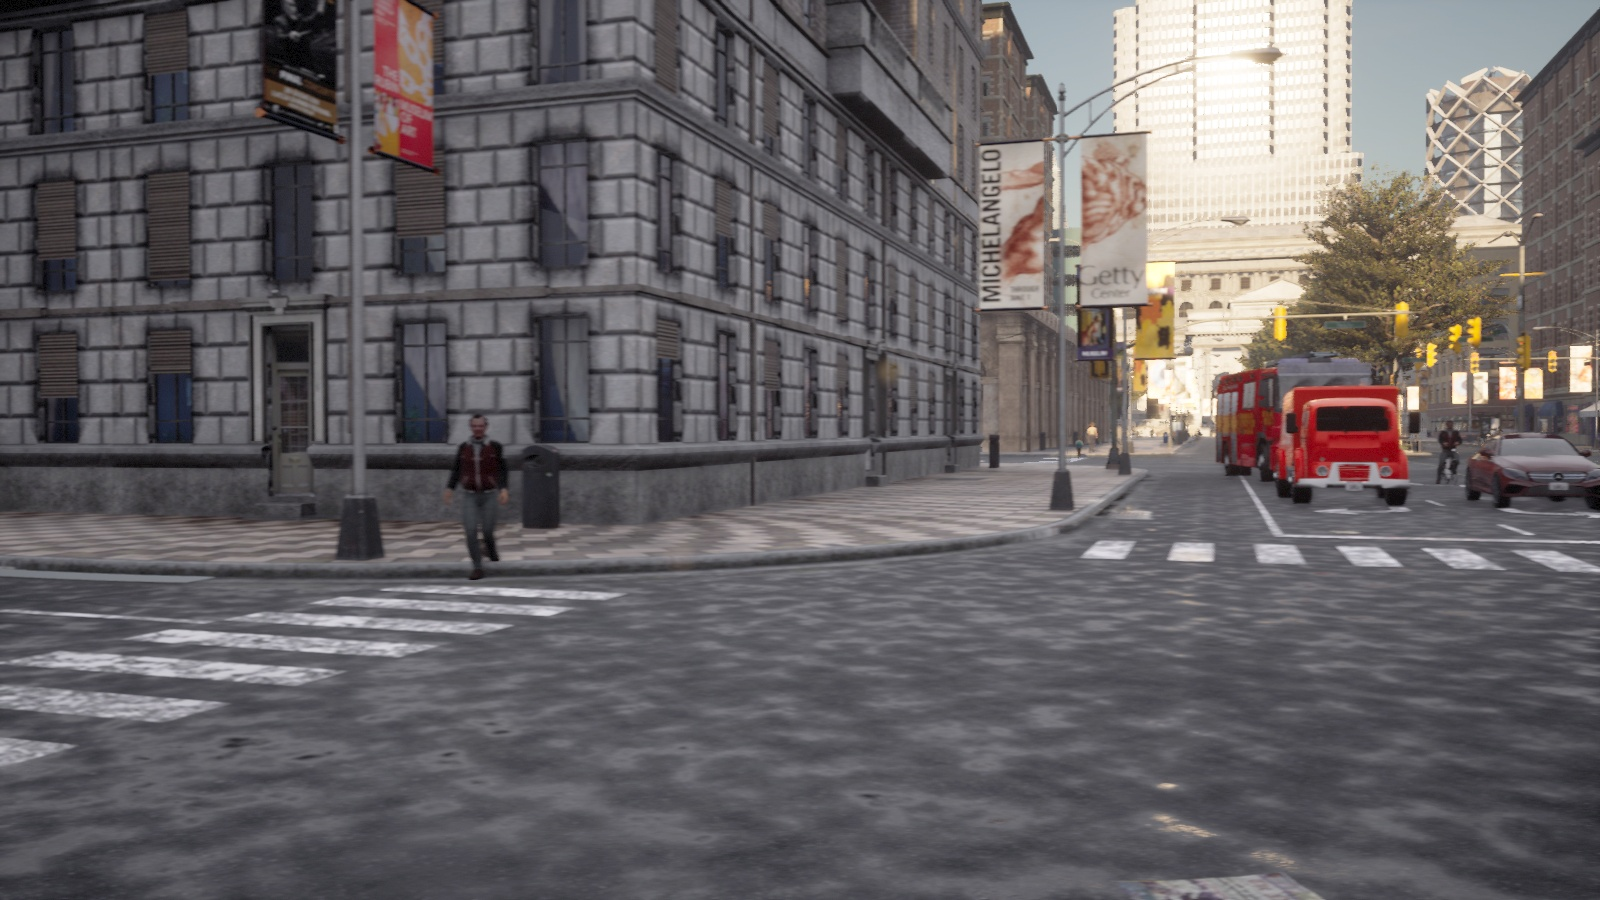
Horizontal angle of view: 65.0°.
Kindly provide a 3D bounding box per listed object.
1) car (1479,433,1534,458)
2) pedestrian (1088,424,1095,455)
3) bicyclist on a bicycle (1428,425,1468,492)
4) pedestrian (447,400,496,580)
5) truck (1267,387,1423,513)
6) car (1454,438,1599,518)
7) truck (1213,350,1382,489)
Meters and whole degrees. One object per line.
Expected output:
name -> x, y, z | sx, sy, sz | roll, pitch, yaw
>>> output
car -> 44.395, -0.316, 79.015 | 2.128, 1.511, 4.902 | 1, 1, 18
pedestrian -> 17.222, -0.641, 74.225 | 0.345, 1.836, 0.594 | 1, 1, 20
bicyclist on a bicycle -> 17.608, 0.217, 34.130 | 0.659, 1.776, 1.843 | 1, 1, 18
pedestrian -> -3.478, 0.407, 13.318 | 0.376, 1.854, 0.720 | 0, 1, -4
truck -> 11.743, -0.056, 27.451 | 2.627, 2.467, 5.204 | 1, 1, 18
car -> 14.875, 0.495, 25.781 | 1.812, 1.442, 4.674 | 1, 1, 18
truck -> 15.175, -0.907, 39.056 | 2.891, 3.827, 8.468 | 0, 1, 7
